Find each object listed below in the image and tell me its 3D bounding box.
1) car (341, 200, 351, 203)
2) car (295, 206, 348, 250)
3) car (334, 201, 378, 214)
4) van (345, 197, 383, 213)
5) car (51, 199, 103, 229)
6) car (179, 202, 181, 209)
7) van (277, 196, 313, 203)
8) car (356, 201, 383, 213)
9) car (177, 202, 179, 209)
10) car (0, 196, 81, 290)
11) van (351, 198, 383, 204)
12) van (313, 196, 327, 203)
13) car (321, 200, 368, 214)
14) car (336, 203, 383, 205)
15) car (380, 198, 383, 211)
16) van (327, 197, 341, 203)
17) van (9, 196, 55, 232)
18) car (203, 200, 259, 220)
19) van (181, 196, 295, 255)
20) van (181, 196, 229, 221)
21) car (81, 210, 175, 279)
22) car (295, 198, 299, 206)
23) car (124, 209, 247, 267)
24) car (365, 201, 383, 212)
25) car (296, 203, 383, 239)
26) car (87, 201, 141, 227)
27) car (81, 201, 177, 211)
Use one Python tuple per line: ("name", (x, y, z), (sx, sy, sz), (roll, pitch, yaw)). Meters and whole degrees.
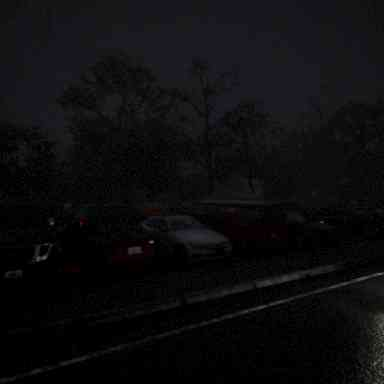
("car", (16.779, 1.565, 40.222), (2.435, 2.045, 5.566), (1, -1, -35))
("car", (4.001, 1.538, 15.108), (2.097, 1.535, 5.008), (0, 0, -35))
("car", (21.373, 1.976, 43.526), (2.002, 1.452, 4.674), (1, -1, -35))
("van", (23.462, 1.766, 45.159), (1.878, 1.987, 4.442), (1, -1, -35))
("car", (-7.926, 1.386, 22.627), (2.185, 1.767, 4.553), (0, 0, -35))
("car", (-1.171, 1.555, 27.468), (2.231, 1.521, 4.892), (0, 0, -35))
("van", (10.055, 1.414, 35.326), (1.878, 1.987, 4.442), (1, -1, -35))
("car", (25.780, 2.091, 46.670), (2.002, 1.452, 4.674), (1, -1, -35))
("car", (-3.428, 1.540, 25.862), (2.097, 1.535, 5.008), (0, 0, -35))
("car", (-5.024, 1.230, 8.640), (2.435, 2.045, 5.566), (0, 0, -35))
("van", (13.118, 1.369, 21.450), (1.878, 1.987, 4.442), (0, 0, -35))
("van", (12.284, 1.475, 37.199), (1.878, 1.987, 4.442), (2, -1, -35))
("car", (19.119, 1.877, 41.917), (2.097, 1.535, 5.008), (1, -1, -35))
("car", (10.787, 1.621, 19.936), (2.002, 1.452, 4.674), (0, 0, -35))
("car", (32.673, 1.979, 51.541), (2.435, 2.045, 5.566), (1, -1, -35))
("van", (14.438, 1.531, 38.734), (1.878, 1.987, 4.442), (1, -1, -35))
("van", (-10.267, 1.271, 21.141), (1.878, 1.987, 4.442), (0, 0, -35))
("car", (3.447, 1.579, 30.537), (1.946, 1.575, 5.366), (0, 0, -35))
("van", (1.676, 1.298, 13.588), (1.878, 1.987, 4.442), (0, 0, -35))
("van", (1.015, 1.342, 29.176), (1.878, 1.987, 4.442), (0, 0, -35))
("car", (-2.797, 1.525, 10.296), (2.163, 1.488, 4.792), (0, 0, -35))
("car", (7.848, 1.611, 33.904), (2.097, 1.535, 5.008), (0, 0, -35))
("car", (-0.520, 1.550, 11.884), (2.002, 1.452, 4.674), (0, 0, -35))
("car", (28.143, 2.112, 48.343), (2.097, 1.535, 5.008), (1, -1, -35))
("car", (8.543, 1.596, 18.299), (2.163, 1.488, 4.792), (0, 0, -35))
("car", (-5.787, 1.525, 24.182), (2.097, 1.535, 5.008), (0, 0, -35))
("car", (-3.283, 1.382, 15.369), (4.553, 1.767, 2.097), (0, 0, -35))
